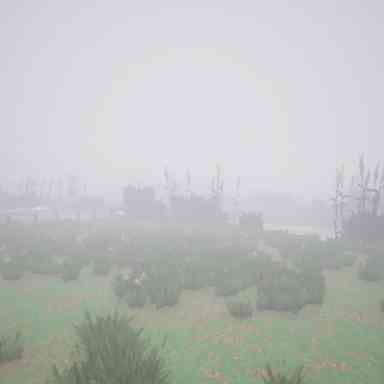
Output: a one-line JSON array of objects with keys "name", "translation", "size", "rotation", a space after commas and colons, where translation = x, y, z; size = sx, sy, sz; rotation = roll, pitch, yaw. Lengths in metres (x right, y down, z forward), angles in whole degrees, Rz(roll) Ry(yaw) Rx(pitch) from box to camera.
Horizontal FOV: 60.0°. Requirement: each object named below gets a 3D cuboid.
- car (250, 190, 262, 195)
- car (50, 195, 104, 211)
[{"name": "car", "translation": [10.286, 0.756, 47.464], "size": [2.150, 2.045, 5.566], "rotation": [0, -2, 44]}, {"name": "car", "translation": [-10.406, 1.095, 30.325], "size": [1.837, 1.490, 4.892], "rotation": [0, 3, 41]}]
